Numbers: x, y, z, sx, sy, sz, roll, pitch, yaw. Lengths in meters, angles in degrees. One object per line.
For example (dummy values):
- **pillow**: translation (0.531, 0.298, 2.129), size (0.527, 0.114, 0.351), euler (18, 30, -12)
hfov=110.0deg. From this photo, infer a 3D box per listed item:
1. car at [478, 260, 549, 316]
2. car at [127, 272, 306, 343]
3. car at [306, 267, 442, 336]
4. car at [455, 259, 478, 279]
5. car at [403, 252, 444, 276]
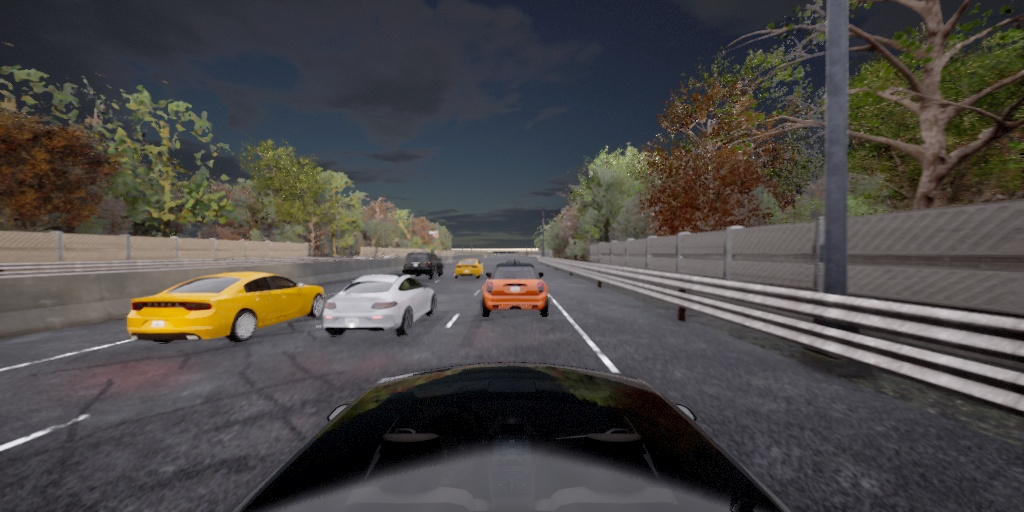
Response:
- **car**: translation (0.101, 0.990, 12.943), size (2.097, 1.767, 4.553), euler (0, 1, 0)
- **car**: translation (-6.895, 1.151, 9.459), size (1.882, 1.535, 5.008), euler (0, 1, 0)
- **car**: translation (-3.396, 1.194, 9.914), size (1.812, 1.442, 4.674), euler (0, 1, 0)
- **car**: translation (-3.391, 0.967, 29.190), size (1.882, 1.535, 5.008), euler (0, 1, 0)
- **car**: translation (-6.895, 0.719, 28.347), size (2.150, 2.045, 5.566), euler (0, 1, 0)
